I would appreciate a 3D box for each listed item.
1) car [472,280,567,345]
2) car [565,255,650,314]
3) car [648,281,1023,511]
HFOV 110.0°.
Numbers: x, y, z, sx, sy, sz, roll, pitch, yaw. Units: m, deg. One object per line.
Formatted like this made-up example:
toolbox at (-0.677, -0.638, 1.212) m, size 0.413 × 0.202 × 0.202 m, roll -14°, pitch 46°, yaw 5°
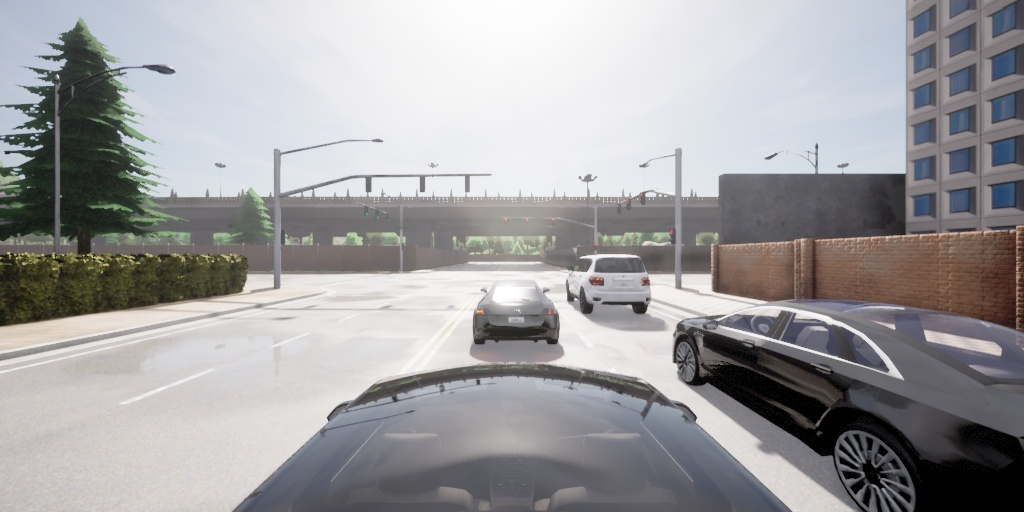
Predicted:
car at (0.087, 1.313, 9.547) m, size 1.994 × 1.385 × 4.181 m, roll 0°, pitch 0°, yaw 0°
car at (3.481, 0.970, 13.895) m, size 2.150 × 2.045 × 5.566 m, roll 0°, pitch 0°, yaw 0°
car at (3.593, 1.241, 4.090) m, size 2.128 × 1.511 × 4.902 m, roll 0°, pitch 0°, yaw 0°
